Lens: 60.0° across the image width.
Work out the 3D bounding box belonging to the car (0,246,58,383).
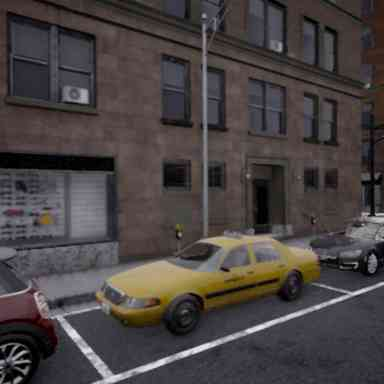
[{"bbox_3d":[-3.741,1.452,3.512,4.097,1.590,1.967,-1,0,-36],"label":"car"}]

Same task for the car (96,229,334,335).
[{"bbox_3d":[0.604,1.493,6.631,4.829,1.417,1.752,-1,0,-36],"label":"car"}]

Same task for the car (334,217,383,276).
[{"bbox_3d":[5.224,1.471,9.949,4.403,1.369,2.008,-1,0,-36],"label":"car"}]
